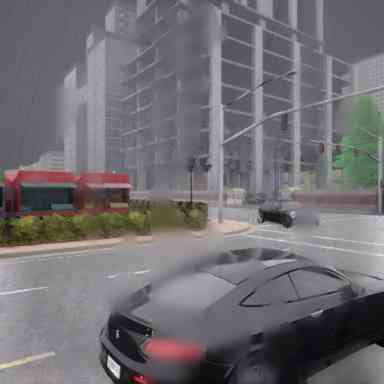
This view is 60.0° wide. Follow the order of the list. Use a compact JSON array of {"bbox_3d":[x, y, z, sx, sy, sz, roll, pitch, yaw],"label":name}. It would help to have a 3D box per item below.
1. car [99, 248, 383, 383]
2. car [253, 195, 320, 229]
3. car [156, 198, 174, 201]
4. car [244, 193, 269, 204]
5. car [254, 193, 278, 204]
[{"bbox_3d":[1.114,1.526,4.580,4.674,1.442,1.812,0,0,-35],"label":"car"},{"bbox_3d":[6.184,1.315,21.703,2.097,1.767,4.553,0,1,-18],"label":"car"},{"bbox_3d":[-2.801,1.422,36.125,1.882,1.535,5.008,0,0,-36],"label":"car"},{"bbox_3d":[10.824,1.114,57.652,1.905,1.878,3.866,0,0,-36],"label":"car"},{"bbox_3d":[13.213,1.114,59.368,1.905,1.878,3.866,0,0,-36],"label":"car"}]
